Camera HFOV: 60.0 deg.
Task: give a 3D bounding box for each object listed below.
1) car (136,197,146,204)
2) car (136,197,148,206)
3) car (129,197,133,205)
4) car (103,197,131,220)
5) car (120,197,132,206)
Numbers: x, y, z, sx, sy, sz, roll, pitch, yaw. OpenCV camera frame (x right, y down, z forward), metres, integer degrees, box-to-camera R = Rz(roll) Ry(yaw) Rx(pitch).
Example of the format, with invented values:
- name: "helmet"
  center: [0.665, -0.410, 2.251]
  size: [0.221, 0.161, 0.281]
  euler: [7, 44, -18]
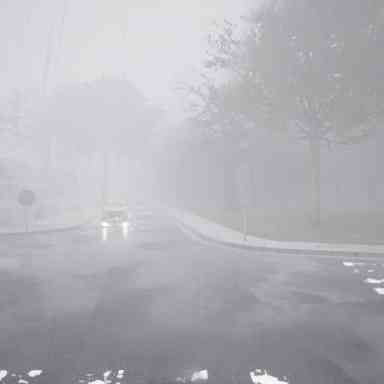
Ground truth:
- name: "car"
  center: [-10.337, 1.773, 67.515]
  size: [1.895, 1.301, 4.718]
  euler: [0, 0, -10]
- name: "car"
  center: [-8.547, 1.599, 57.220]
  size: [2.128, 1.511, 4.902]
  euler: [0, 0, -10]
- name: "car"
  center: [-8.866, 1.511, 42.433]
  size: [2.128, 1.511, 4.902]
  euler: [0, 0, -10]
- name: "car"
  center: [-6.311, 1.458, 27.721]
  size: [1.882, 1.535, 5.008]
  euler: [0, 0, -10]
- name: "car"
  center: [-11.718, 1.625, 59.296]
  size: [1.837, 1.490, 4.892]
  euler: [0, -1, -9]
